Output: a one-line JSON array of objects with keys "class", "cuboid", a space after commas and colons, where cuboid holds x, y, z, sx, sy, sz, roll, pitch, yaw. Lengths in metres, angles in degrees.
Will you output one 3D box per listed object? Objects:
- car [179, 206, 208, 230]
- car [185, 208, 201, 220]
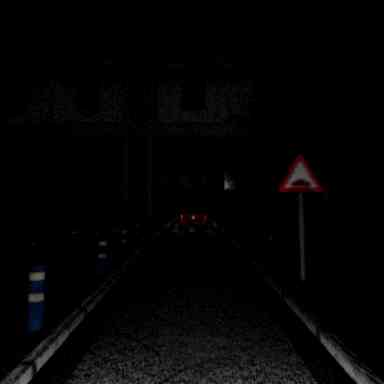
[{"class": "car", "cuboid": [0.100, 1.852, 25.068, 2.097, 1.767, 4.553, 0, -2, 0]}, {"class": "car", "cuboid": [0.100, 2.792, 42.915, 1.882, 1.535, 5.008, 0, -3, 0]}]
